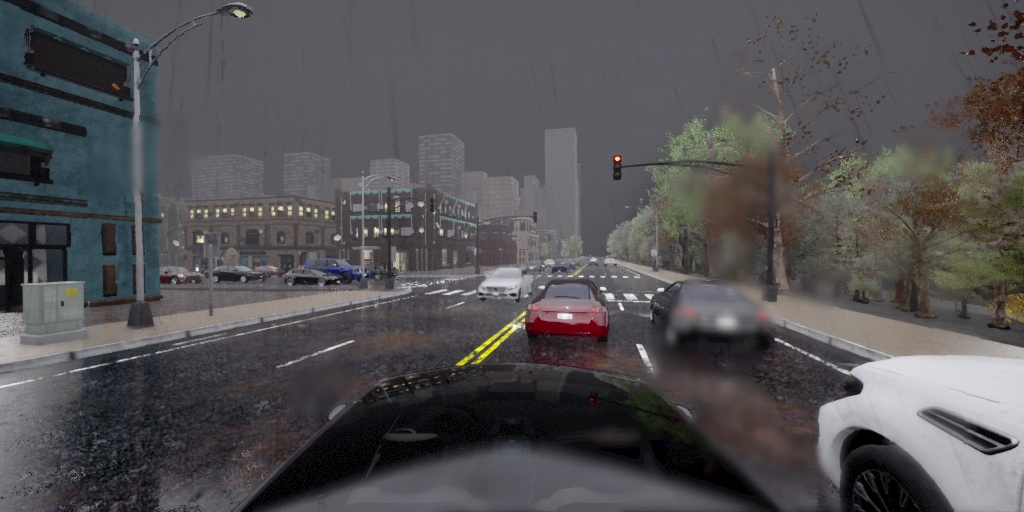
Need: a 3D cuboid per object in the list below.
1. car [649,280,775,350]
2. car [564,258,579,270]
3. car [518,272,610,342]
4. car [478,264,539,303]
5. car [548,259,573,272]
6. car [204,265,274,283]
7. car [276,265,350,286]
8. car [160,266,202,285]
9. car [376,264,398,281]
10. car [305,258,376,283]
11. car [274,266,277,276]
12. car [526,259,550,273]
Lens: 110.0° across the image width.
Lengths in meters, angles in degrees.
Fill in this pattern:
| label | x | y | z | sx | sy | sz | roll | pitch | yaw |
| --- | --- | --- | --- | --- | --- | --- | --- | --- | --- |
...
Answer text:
| label | x | y | z | sx | sy | sz | roll | pitch | yaw |
| --- | --- | --- | --- | --- | --- | --- | --- | --- | --- |
| car | 4.806 | 1.312 | 9.205 | 1.994 | 1.385 | 4.181 | 0 | 0 | 13 |
| car | 8.248 | 1.086 | 52.378 | 2.097 | 1.767 | 4.553 | 0 | 0 | 13 |
| car | 1.640 | 1.312 | 9.940 | 1.994 | 1.385 | 4.181 | 0 | 0 | 13 |
| car | -0.140 | 1.273 | 16.983 | 1.812 | 1.442 | 4.674 | 0 | 0 | 13 |
| car | 5.745 | 1.338 | 41.836 | 1.895 | 1.301 | 4.718 | 0 | 0 | 13 |
| car | -24.302 | 1.569 | 31.889 | 5.008 | 1.535 | 1.882 | -1 | 0 | 14 |
| car | -14.857 | 1.564 | 26.858 | 4.313 | 1.339 | 1.948 | 0 | 0 | 13 |
| car | -28.328 | 1.597 | 30.190 | 4.097 | 1.591 | 1.967 | 0 | 0 | 13 |
| car | -12.744 | 1.437 | 32.286 | 4.892 | 1.490 | 1.837 | -1 | 1 | 14 |
| car | -14.516 | 1.196 | 29.558 | 5.566 | 2.045 | 2.150 | -1 | 0 | 14 |
| car | -26.389 | 1.655 | 38.343 | 4.207 | 1.307 | 1.802 | 0 | 0 | 13 |
| car | 2.949 | 1.229 | 44.122 | 2.128 | 1.511 | 4.902 | 0 | 0 | 14 |
